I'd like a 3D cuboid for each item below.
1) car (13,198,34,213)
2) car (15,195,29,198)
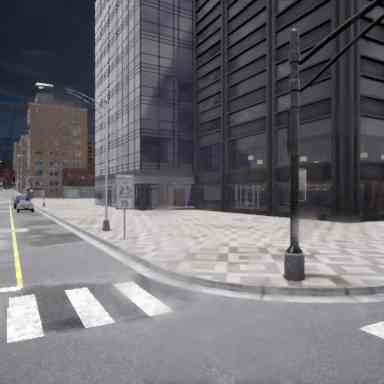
[{"bbox_3d":[-20.194,1.739,40.263,2.033,1.411,5.357,0,0,-29],"label":"car"},{"bbox_3d":[-25.243,1.420,49.361,2.150,2.045,5.566,0,0,-29],"label":"car"}]
